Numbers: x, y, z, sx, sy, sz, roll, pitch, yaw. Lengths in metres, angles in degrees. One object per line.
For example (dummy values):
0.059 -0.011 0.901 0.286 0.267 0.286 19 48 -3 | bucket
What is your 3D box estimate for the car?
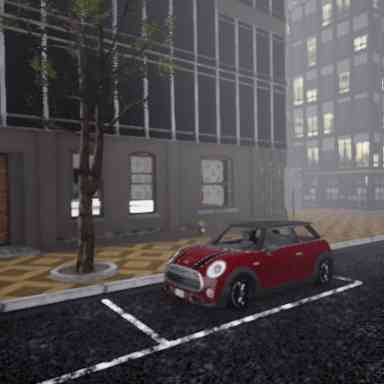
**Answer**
1.373 1.408 7.585 4.097 1.590 1.967 0 -1 -36 | car
